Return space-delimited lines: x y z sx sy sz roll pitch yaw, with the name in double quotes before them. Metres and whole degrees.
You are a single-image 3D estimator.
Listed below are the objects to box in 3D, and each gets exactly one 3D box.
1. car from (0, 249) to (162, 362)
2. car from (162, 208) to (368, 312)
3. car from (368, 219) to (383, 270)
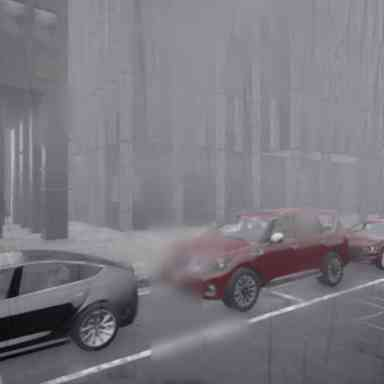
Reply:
"car" -2.824 1.567 4.635 4.313 1.339 1.947 0 0 -36
"car" 1.759 1.339 7.918 5.009 1.841 2.192 0 0 -36
"car" 6.341 1.591 11.200 4.507 1.381 1.887 0 0 -36
